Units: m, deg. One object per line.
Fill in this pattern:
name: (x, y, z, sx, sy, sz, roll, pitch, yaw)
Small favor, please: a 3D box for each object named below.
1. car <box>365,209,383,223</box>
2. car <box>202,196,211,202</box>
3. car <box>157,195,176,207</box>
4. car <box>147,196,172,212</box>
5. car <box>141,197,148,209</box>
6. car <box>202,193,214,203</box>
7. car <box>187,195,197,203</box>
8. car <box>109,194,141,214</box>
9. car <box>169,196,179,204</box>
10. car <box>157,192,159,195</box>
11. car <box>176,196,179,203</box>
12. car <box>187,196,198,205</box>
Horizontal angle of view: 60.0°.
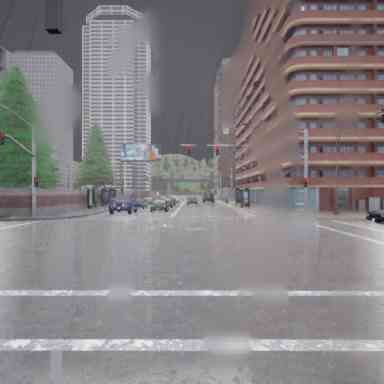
car: (15.000, 1.492, 23.239, 5.357, 1.411, 2.033, 0, 0, -12)
car: (3.391, 1.576, 78.236, 1.895, 1.301, 4.718, 0, 0, 0)
car: (-3.658, 1.526, 47.343, 1.812, 1.442, 4.674, 0, 0, 0)
car: (-3.651, 1.526, 38.247, 1.812, 1.442, 4.674, 0, 0, 0)
car: (-7.163, 1.547, 45.437, 2.033, 1.411, 5.357, 0, 0, 0)
car: (3.405, 1.221, 68.668, 2.150, 2.045, 5.566, 0, 0, 0)
car: (0.003, 1.477, 69.905, 1.882, 1.535, 5.008, 0, 0, 0)
car: (-7.150, 1.222, 35.187, 2.150, 2.045, 5.566, 0, 0, 0)
car: (-3.615, 1.526, 67.010, 1.812, 1.442, 4.674, 0, 0, 0)
car: (-7.134, 1.352, 64.775, 2.097, 1.767, 4.553, 0, 0, 0)
car: (-3.663, 1.547, 57.054, 2.033, 1.411, 5.357, 0, 0, 0)
car: (0.022, 1.547, 59.639, 2.033, 1.411, 5.357, 0, 0, -1)
